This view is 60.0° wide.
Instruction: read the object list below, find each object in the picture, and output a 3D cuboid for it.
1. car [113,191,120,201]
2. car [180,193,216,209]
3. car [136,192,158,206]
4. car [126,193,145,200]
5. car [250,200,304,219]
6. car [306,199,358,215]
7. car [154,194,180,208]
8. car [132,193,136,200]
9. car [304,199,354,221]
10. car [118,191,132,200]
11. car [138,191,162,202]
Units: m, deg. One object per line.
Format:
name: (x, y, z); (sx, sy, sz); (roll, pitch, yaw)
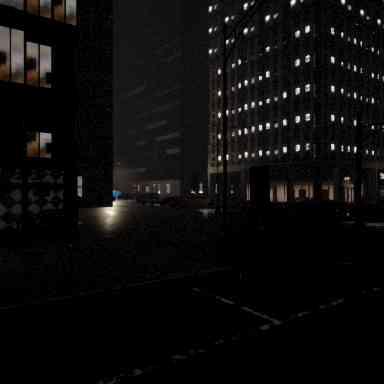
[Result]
car: (-14.992, 0.920, 58.883); (1.887, 1.381, 4.507); (1, 0, -35)
car: (0.922, 1.128, 39.950); (1.882, 1.535, 5.008); (0, 1, -33)
car: (-5.445, 1.094, 45.003); (1.752, 1.417, 4.829); (1, 0, -33)
car: (-11.522, 0.865, 67.789); (1.947, 1.339, 4.313); (1, 0, -36)
car: (6.401, 1.399, 26.551); (1.802, 1.307, 4.206); (1, 0, -32)
car: (13.020, 1.377, 31.244); (1.802, 1.307, 4.206); (1, 0, -32)
car: (-2.496, 1.212, 40.507); (1.802, 1.307, 4.206); (1, 0, -33)
car: (-7.002, 0.978, 52.022); (2.128, 1.511, 4.902); (0, 1, -34)
car: (9.849, 1.330, 25.944); (2.128, 1.511, 4.902); (0, 1, -34)
car: (-13.127, 0.876, 65.724); (1.994, 1.385, 4.181); (0, 1, -36)
car: (-7.308, 0.779, 57.550); (2.097, 1.767, 4.553); (0, 1, -35)
